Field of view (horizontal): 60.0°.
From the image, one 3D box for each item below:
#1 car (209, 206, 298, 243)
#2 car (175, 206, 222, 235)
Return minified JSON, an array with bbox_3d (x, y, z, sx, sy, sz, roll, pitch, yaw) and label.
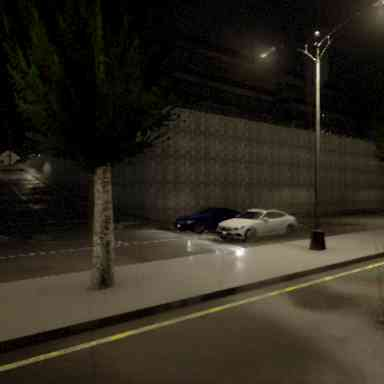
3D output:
[{"bbox_3d":[3.326,1.567,16.421,4.674,1.442,1.812,0,0,-37],"label":"car"},{"bbox_3d":[1.250,1.583,19.454,4.674,1.442,1.812,0,0,-32],"label":"car"}]
